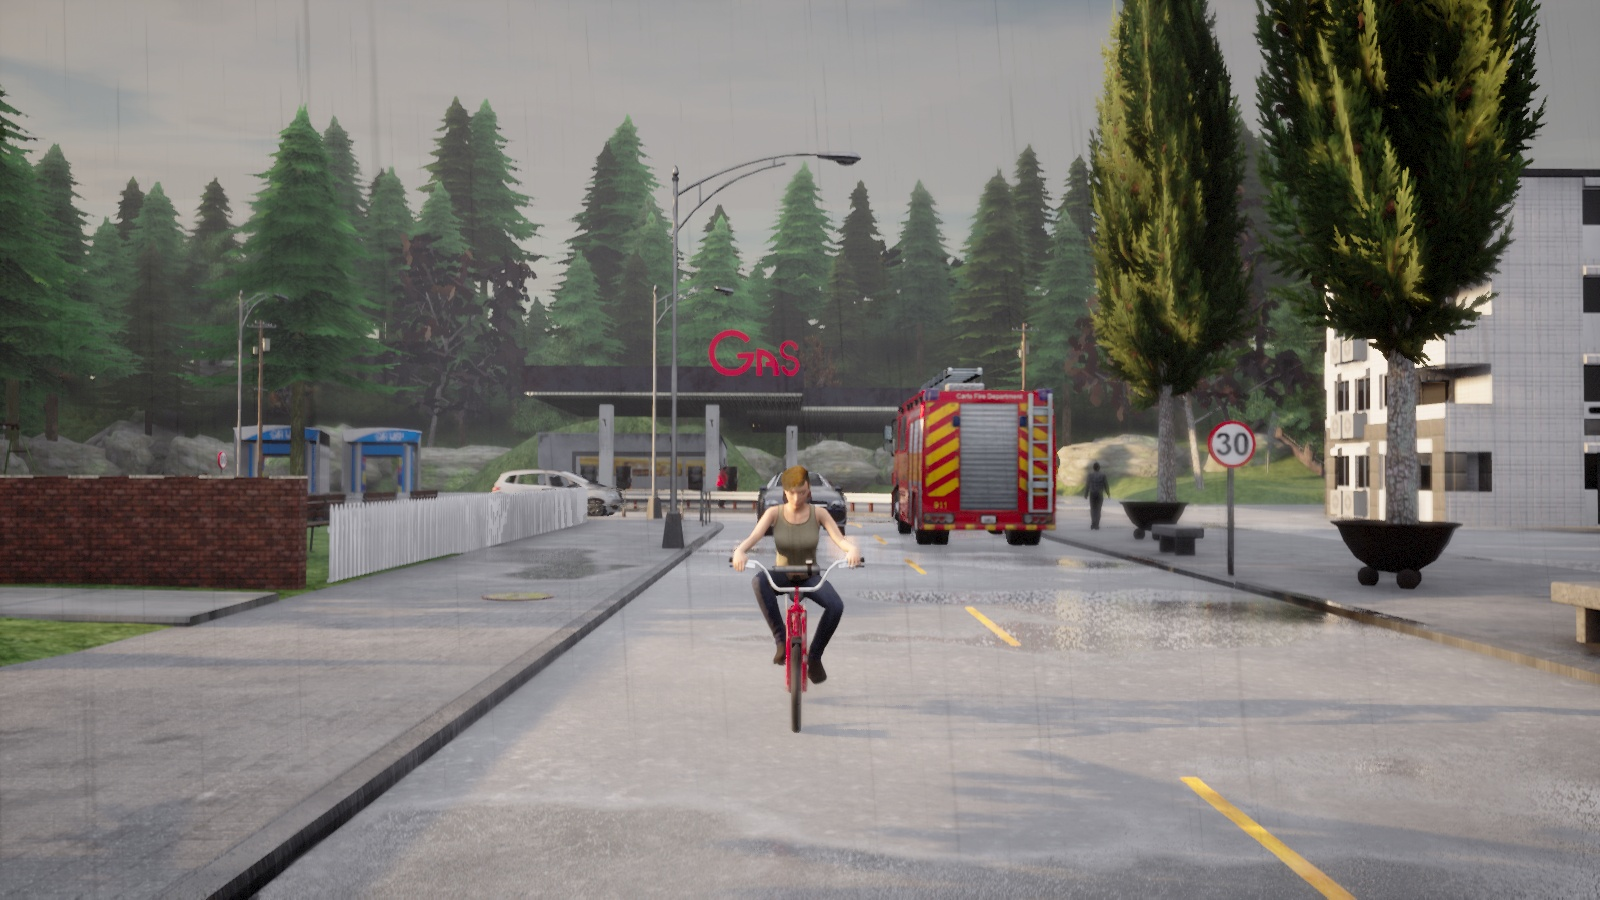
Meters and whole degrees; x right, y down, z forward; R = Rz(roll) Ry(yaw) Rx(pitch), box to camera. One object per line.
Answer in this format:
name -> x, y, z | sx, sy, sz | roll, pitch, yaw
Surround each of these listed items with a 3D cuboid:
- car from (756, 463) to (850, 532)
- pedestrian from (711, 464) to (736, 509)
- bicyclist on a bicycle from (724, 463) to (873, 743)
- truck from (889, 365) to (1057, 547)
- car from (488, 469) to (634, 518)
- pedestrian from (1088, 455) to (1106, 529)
car -> -0.010, 1.201, 33.128 | 2.152, 1.651, 5.027 | 0, -1, -4
pedestrian -> -3.139, 1.483, 51.672 | 0.899, 1.844, 0.634 | 0, -1, 10
bicyclist on a bicycle -> -0.015, 0.903, 8.089 | 0.866, 1.612, 1.509 | 0, 0, 0
truck -> 3.931, 0.197, 30.668 | 2.891, 3.827, 8.468 | 0, -1, 0
car -> -8.303, 1.498, 43.936 | 4.611, 1.667, 2.242 | 0, -1, 3
pedestrian -> 7.837, 1.101, 33.157 | 0.423, 1.949, 0.788 | 0, -1, 11
